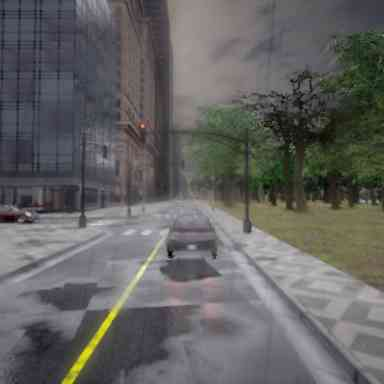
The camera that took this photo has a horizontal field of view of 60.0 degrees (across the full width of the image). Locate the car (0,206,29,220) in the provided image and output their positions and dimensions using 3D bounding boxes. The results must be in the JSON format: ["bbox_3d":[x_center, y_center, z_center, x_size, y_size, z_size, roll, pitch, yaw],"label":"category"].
[{"bbox_3d":[-19.005,2.083,33.284,4.313,1.339,1.947,0,-2,0],"label":"car"}]

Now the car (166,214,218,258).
[{"bbox_3d":[0.024,1.648,13.515,2.128,1.511,4.902,0,-1,1],"label":"car"}]

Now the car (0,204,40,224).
[{"bbox_3d":[-13.541,1.639,24.777,4.097,1.590,1.967,0,-2,-1],"label":"car"}]

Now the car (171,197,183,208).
[{"bbox_3d":[-2.993,2.140,68.515,2.150,2.045,5.566,0,-1,0],"label":"car"}]
